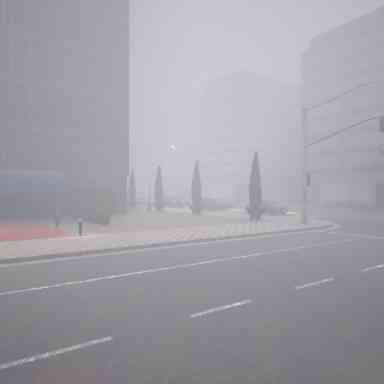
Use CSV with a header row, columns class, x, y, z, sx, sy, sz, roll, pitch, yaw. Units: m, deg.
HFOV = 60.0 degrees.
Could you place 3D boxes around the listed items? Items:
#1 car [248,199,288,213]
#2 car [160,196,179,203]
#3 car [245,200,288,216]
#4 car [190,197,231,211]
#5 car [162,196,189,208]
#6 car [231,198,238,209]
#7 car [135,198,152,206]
class,x,y,z,sx,sy,sz,roll,pitch,yaw
car,8.561,1.564,37.958,1.994,1.385,4.181,0,0,-35
car,-4.707,1.600,69.595,1.895,1.301,4.718,0,0,-34
car,7.415,1.526,33.484,1.812,1.442,4.674,0,0,-38
car,2.166,1.505,41.004,1.837,1.490,4.892,0,0,-35
car,-3.005,1.352,48.426,2.097,1.767,4.553,0,0,-35
car,3.752,1.564,44.849,1.994,1.385,4.181,0,0,-35
car,-8.576,1.601,56.463,1.895,1.301,4.718,0,0,-34
